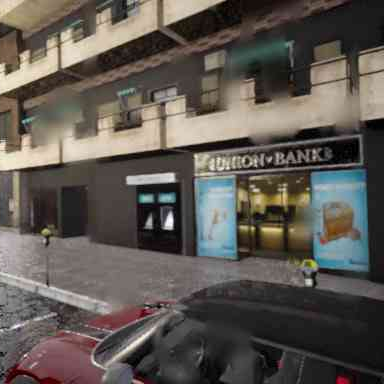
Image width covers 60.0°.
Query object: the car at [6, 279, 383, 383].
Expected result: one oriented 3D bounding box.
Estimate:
[{"bbox_3d":[0.348,1.438,2.505,4.097,1.590,1.967,0,-2,36],"label":"car"}]
